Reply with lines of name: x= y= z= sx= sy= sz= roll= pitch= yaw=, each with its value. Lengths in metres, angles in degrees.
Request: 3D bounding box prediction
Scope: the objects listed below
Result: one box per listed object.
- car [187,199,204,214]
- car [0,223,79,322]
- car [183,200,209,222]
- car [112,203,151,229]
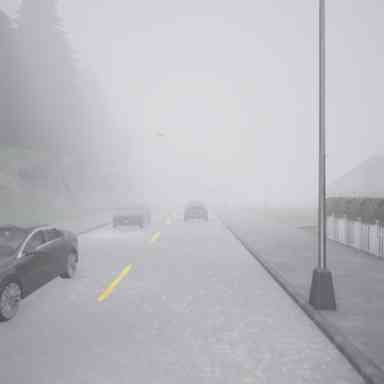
car: x=0.400 y=1.564 z=36.890 sx=1.812 sy=1.442 sz=4.674 roll=0 pitch=0 yaw=1
car: x=-4.046 y=1.496 z=7.300 sx=2.128 sy=1.511 sz=4.902 roll=0 pitch=0 yaw=1
car: x=0.329 y=1.533 z=26.759 sx=1.837 sy=1.490 sz=4.892 roll=0 pitch=0 yaw=1
car: x=-3.899 y=1.501 z=22.170 sx=1.882 sy=1.535 sz=5.008 roll=0 pitch=0 yaw=1
